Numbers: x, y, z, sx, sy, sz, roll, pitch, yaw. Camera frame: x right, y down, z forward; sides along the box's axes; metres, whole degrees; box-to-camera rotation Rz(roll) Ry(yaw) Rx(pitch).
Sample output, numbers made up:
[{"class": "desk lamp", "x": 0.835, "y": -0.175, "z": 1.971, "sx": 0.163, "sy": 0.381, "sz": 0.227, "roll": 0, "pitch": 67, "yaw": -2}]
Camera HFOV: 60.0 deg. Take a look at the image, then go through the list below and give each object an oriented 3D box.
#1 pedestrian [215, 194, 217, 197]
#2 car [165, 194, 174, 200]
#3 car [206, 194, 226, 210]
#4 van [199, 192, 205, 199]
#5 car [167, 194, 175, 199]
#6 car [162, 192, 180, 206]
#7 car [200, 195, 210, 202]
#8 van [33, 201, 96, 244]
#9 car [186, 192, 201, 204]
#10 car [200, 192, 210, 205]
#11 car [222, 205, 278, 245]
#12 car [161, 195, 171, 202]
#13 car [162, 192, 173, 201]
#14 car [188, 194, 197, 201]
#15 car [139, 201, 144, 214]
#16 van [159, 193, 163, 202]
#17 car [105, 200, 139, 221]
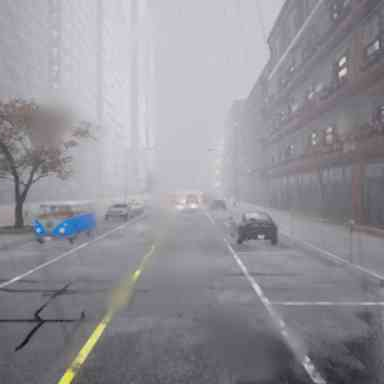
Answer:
[{"class": "pedestrian", "x": 3.039, "y": 1.158, "z": 42.799, "sx": 0.375, "sy": 1.860, "sz": 0.375, "roll": 1, "pitch": 0, "yaw": 0}, {"class": "car", "x": -5.606, "y": 1.276, "z": 82.944, "sx": 1.802, "sy": 1.307, "sz": 4.206, "roll": 1, "pitch": 0, "yaw": 0}, {"class": "car", "x": 3.036, "y": 1.381, "z": 39.846, "sx": 1.837, "sy": 1.490, "sz": 4.892, "roll": 0, "pitch": 0, "yaw": 0}, {"class": "van", "x": 2.788, "y": 0.982, "z": 94.253, "sx": 1.690, "sy": 1.788, "sz": 3.998, "roll": 1, "pitch": 0, "yaw": 0}, {"class": "car", "x": -5.601, "y": 1.233, "z": 88.592, "sx": 1.947, "sy": 1.339, "sz": 4.313, "roll": 1, "pitch": 0, "yaw": 0}, {"class": "car", "x": -3.022, "y": 1.182, "z": 51.697, "sx": 2.097, "sy": 1.767, "sz": 4.553, "roll": 0, "pitch": 0, "yaw": 0}, {"class": "car", "x": 2.764, "y": 1.293, "z": 71.669, "sx": 1.887, "sy": 1.381, "sz": 4.507, "roll": 1, "pitch": 0, "yaw": 0}, {"class": "van", "x": -5.669, "y": 1.298, "z": 15.188, "sx": 1.690, "sy": 1.788, "sz": 3.998, "roll": 1, "pitch": 0, "yaw": 0}, {"class": "car", "x": 0.090, "y": 1.161, "z": 58.251, "sx": 2.097, "sy": 1.767, "sz": 4.553, "roll": 0, "pitch": 0, "yaw": 1}, {"class": "car", "x": 2.749, "y": 1.259, "z": 54.728, "sx": 1.967, "sy": 1.590, "sz": 4.097, "roll": 1, "pitch": 0, "yaw": 0}, {"class": "car", "x": 2.710, "y": 1.510, "z": 15.200, "sx": 2.008, "sy": 1.369, "sz": 4.403, "roll": 0, "pitch": 0, "yaw": 0}, {"class": "car", "x": -5.616, "y": 1.291, "z": 71.653, "sx": 1.887, "sy": 1.381, "sz": 4.507, "roll": 1, "pitch": 0, "yaw": 0}, {"class": "car", "x": -5.609, "y": 1.036, "z": 77.298, "sx": 2.192, "sy": 1.841, "sz": 5.009, "roll": 1, "pitch": 0, "yaw": 0}, {"class": "car", "x": 0.069, "y": 1.233, "z": 75.386, "sx": 1.895, "sy": 1.301, "sz": 4.718, "roll": 0, "pitch": 0, "yaw": 0}, {"class": "car", "x": -5.654, "y": 1.428, "z": 31.958, "sx": 1.752, "sy": 1.417, "sz": 4.829, "roll": 1, "pitch": 0, "yaw": 0}, {"class": "van", "x": -5.620, "y": 1.112, "z": 66.005, "sx": 1.690, "sy": 1.788, "sz": 3.998, "roll": 1, "pitch": 0, "yaw": 0}, {"class": "car", "x": -5.660, "y": 1.503, "z": 26.482, "sx": 1.802, "sy": 1.307, "sz": 4.206, "roll": 1, "pitch": 0, "yaw": 0}]
